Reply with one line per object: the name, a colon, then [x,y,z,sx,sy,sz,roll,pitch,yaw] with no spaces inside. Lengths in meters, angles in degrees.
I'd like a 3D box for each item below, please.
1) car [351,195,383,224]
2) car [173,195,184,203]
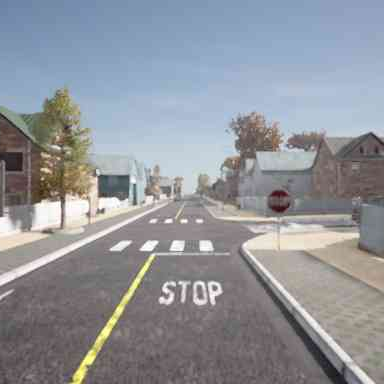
car: [11.364,0.941,18.361,4.553,1.767,2.097,-2,-1,1]
car: [-2.780,1.383,67.746,1.837,1.490,4.892,0,0,0]
